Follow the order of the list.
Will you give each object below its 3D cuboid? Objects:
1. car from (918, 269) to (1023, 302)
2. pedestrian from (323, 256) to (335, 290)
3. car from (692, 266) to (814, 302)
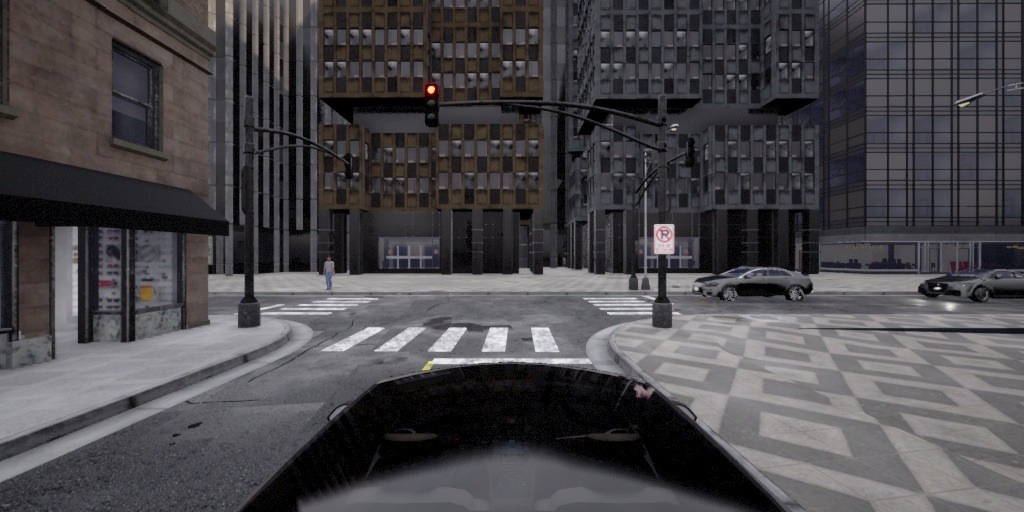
[{"bbox_3d":[21.265,1.282,16.247,4.181,1.385,1.994,0,0,0],"label":"car"},{"bbox_3d":[-9.929,0.902,19.486,0.375,1.860,0.375,0,0,0],"label":"pedestrian"},{"bbox_3d":[10.811,1.224,16.283,4.902,1.511,2.128,0,0,-1],"label":"car"}]
